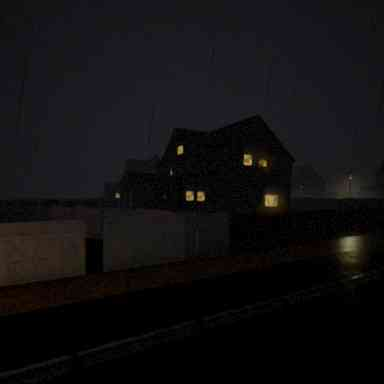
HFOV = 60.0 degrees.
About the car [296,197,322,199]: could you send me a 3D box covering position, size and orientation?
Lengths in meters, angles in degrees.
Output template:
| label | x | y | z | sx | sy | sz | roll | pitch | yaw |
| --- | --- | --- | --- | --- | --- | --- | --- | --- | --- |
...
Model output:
| label | x | y | z | sx | sy | sz | roll | pitch | yaw |
| --- | --- | --- | --- | --- | --- | --- | --- | --- | --- |
| car | 13.135 | 1.512 | 35.226 | 2.150 | 2.045 | 5.566 | 3 | -2 | -26 |
